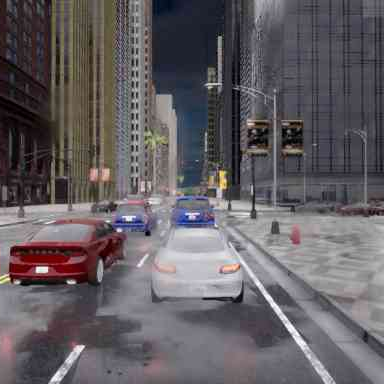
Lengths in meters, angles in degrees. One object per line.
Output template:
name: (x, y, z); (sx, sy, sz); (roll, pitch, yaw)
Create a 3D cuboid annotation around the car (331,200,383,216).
car: (15.345, 1.577, 30.176); (4.206, 1.307, 1.802); (0, 0, -1)

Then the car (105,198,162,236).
car: (-3.131, 1.392, 18.688); (2.097, 1.767, 4.553); (0, 0, 0)

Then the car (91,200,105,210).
car: (-9.814, 1.619, 37.264); (1.882, 1.535, 5.008); (0, -1, 0)

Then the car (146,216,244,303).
car: (0.107, 1.534, 8.089); (1.812, 1.442, 4.674); (0, 0, 0)

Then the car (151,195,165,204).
car: (-6.517, 1.513, 59.409); (2.150, 2.045, 5.566); (0, 0, 0)

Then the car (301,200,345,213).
car: (15.224, 1.663, 38.700); (4.313, 1.339, 1.947); (0, 0, -1)

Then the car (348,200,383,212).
car: (20.864, 1.644, 38.782); (4.313, 1.339, 1.947); (0, 0, -1)

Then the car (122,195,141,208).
car: (-9.787, 1.479, 54.371); (2.150, 2.045, 5.566); (0, -1, -1)

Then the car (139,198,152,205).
car: (-9.679, 1.907, 69.205); (2.033, 1.411, 5.357); (0, 0, 0)

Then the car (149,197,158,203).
car: (-9.663, 2.001, 84.335); (1.812, 1.442, 4.674); (0, 0, 0)

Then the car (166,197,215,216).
car: (0.044, 1.258, 17.791); (2.150, 2.045, 5.566); (0, 0, 1)

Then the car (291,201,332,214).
car: (12.839, 1.637, 35.914); (4.181, 1.385, 1.994); (0, -1, -1)

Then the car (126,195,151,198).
car: (-6.557, 1.378, 39.203); (2.150, 2.045, 5.566); (0, -1, 0)

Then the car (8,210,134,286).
car: (-3.142, 1.489, 9.462); (1.882, 1.535, 5.008); (0, 0, 0)

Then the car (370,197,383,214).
car: (22.171, 1.393, 36.047); (4.553, 1.767, 2.097); (0, -1, -1)
